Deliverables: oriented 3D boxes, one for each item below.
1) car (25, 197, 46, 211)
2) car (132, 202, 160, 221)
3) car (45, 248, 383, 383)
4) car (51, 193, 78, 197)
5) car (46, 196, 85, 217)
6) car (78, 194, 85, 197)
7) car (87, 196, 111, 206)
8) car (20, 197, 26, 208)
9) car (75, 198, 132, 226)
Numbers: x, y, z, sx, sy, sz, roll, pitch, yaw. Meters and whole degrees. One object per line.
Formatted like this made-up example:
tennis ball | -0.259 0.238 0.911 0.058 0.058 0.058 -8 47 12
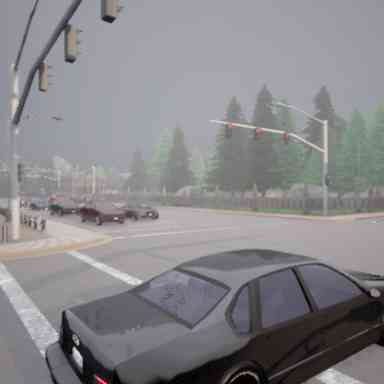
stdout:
car | -17.970 1.507 39.685 2.033 1.411 5.357 0 0 -36
car | -4.329 1.524 26.840 1.994 1.385 4.181 0 0 -37
car | 1.005 1.525 4.486 5.357 1.411 2.033 0 0 -36
car | -17.859 1.157 45.500 2.150 2.045 5.566 0 0 -36
car | -11.920 1.449 31.342 1.882 1.535 5.008 0 0 -36
car | -21.385 1.229 62.538 2.097 1.767 4.553 0 0 -36
car | -15.139 1.435 53.993 2.033 1.411 5.357 0 0 -36
car | -23.987 1.454 48.047 1.837 1.490 4.892 0 0 -36
car | -6.437 1.459 23.793 1.882 1.535 5.008 0 0 -36
